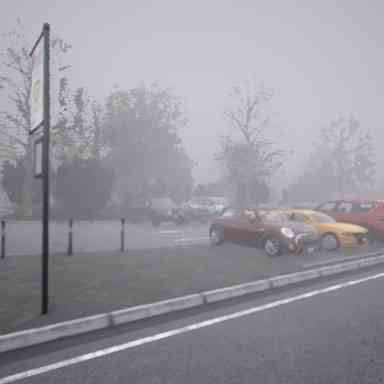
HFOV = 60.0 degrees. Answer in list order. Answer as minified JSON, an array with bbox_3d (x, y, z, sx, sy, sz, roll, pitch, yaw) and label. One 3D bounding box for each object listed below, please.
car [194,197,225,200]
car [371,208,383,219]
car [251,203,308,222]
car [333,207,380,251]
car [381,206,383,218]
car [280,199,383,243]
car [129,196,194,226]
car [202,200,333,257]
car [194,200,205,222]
[{"bbox_3d":[1.762,1.430,27.523,2.435,2.045,5.566,2,-1,-36],"label":"car"},{"bbox_3d":[27.688,3.027,46.161,2.002,1.452,4.674,4,-2,-36],"label":"car"},{"bbox_3d":[8.431,1.934,32.581,1.946,1.575,5.366,2,-1,-36],"label":"car"},{"bbox_3d":[5.226,1.574,14.919,2.097,1.535,5.008,2,-1,-36],"label":"car"},{"bbox_3d":[30.239,3.027,48.050,2.185,1.767,4.553,4,-2,-35],"label":"car"},{"bbox_3d":[7.577,1.389,16.656,2.435,2.045,5.566,2,-1,-36],"label":"car"},{"bbox_3d":[-2.658,1.303,24.315,2.435,2.045,5.566,2,-1,-36],"label":"car"},{"bbox_3d":[2.757,1.381,13.160,2.185,1.767,4.553,2,-1,-36],"label":"car"},{"bbox_3d":[-0.516,1.615,25.897,2.231,1.521,4.892,2,-1,-36],"label":"car"}]
